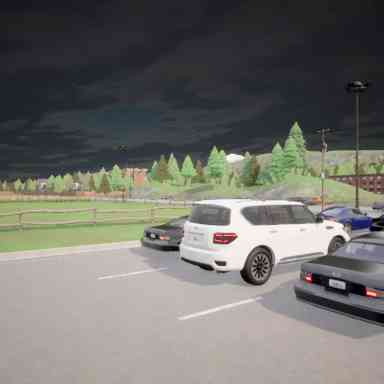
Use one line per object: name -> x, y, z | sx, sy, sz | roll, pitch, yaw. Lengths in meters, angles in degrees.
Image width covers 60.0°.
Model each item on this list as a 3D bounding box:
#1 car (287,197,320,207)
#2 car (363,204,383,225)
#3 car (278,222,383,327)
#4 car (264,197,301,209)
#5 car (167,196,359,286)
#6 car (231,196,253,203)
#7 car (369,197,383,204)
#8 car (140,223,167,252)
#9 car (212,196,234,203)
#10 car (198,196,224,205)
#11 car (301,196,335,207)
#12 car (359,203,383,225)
car -> 17.597, 1.504, 52.740 | 1.837, 1.490, 4.892 | 0, 0, -36
car -> 10.340, 1.478, 15.498 | 5.008, 1.535, 1.882 | 0, 0, -35
car -> 4.392, 1.547, 6.898 | 5.357, 1.411, 2.033 | 0, 0, -36
car -> 12.858, 1.478, 47.360 | 1.882, 1.535, 5.008 | 0, 0, -36
car -> 2.275, 1.221, 9.689 | 5.566, 2.045, 2.150 | 0, 0, -35
car -> 10.323, 1.526, 68.729 | 1.812, 1.442, 4.674 | 0, 0, -36
car -> 22.571, 1.548, 35.938 | 5.357, 1.411, 2.033 | 0, 0, 38
car -> 0.694, 1.547, 12.860 | 5.357, 1.411, 2.033 | 0, 0, -36
car -> 6.331, 1.525, 68.234 | 1.812, 1.442, 4.674 | 0, 0, -36
car -> 3.343, 1.491, 60.355 | 2.128, 1.511, 4.902 | 0, 0, -36
car -> 20.608, 1.478, 54.557 | 1.882, 1.535, 5.008 | 0, 1, -36
car -> 8.475, 1.526, 18.460 | 4.674, 1.442, 1.812 | 0, 0, -36
